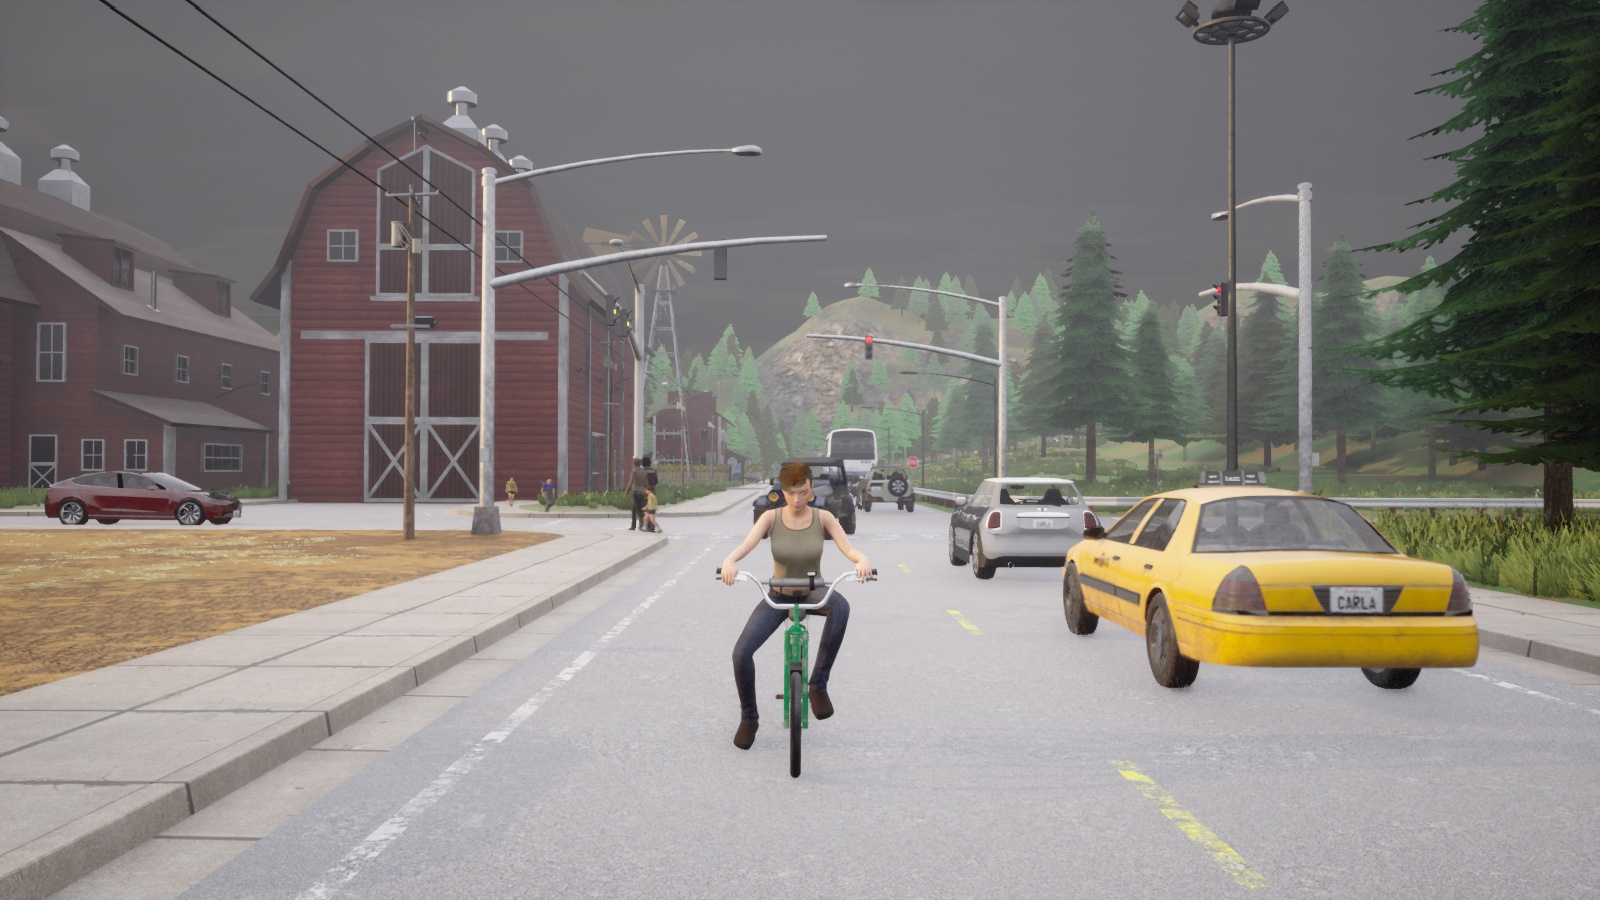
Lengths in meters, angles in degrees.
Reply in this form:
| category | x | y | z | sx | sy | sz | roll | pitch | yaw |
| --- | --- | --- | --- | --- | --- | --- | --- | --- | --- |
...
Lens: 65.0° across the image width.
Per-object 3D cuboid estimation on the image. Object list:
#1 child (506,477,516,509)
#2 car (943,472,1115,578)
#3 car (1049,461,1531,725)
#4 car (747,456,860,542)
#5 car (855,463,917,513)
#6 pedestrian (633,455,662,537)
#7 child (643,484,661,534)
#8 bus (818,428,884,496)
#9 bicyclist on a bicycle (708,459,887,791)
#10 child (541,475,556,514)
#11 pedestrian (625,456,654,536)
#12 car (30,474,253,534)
| category | x | y | z | sx | sy | sz | roll | pitch | yaw |
| --- | --- | --- | --- | --- | --- | --- | --- | --- | --- |
| child | -10.086 | 1.484 | 43.848 | 0.255 | 1.110 | 0.394 | 0 | -1 | -26 |
| car | 3.455 | 1.096 | 19.668 | 1.970 | 1.475 | 3.806 | 0 | -1 | 0 |
| car | 3.477 | 0.910 | 10.228 | 1.801 | 1.575 | 5.366 | 0 | -1 | 0 |
| car | 0.158 | 1.096 | 29.542 | 1.905 | 1.878 | 3.866 | -1 | -1 | 12 |
| car | 3.321 | 1.444 | 49.293 | 1.932 | 1.855 | 4.605 | 0 | -1 | -2 |
| pedestrian | -3.648 | 1.101 | 29.954 | 0.402 | 1.930 | 0.666 | 1 | -1 | -38 |
| child | -3.345 | 1.329 | 28.370 | 0.394 | 1.110 | 0.255 | 0 | -1 | -7 |
| bus | 3.302 | 0.837 | 84.318 | 3.944 | 4.253 | 10.273 | 0 | -1 | 0 |
| bicyclist on a bicycle | -0.011 | 0.867 | 6.884 | 0.866 | 1.612 | 1.509 | 0 | -1 | 0 |
| child | -8.157 | 1.440 | 40.751 | 0.270 | 1.263 | 0.437 | 1 | -1 | -45 |
| pedestrian | -3.758 | 1.065 | 29.361 | 0.634 | 1.846 | 0.331 | -1 | -1 | 41 |
| car | -17.390 | 1.413 | 33.345 | 4.792 | 1.488 | 2.163 | 0 | -1 | -1 |
